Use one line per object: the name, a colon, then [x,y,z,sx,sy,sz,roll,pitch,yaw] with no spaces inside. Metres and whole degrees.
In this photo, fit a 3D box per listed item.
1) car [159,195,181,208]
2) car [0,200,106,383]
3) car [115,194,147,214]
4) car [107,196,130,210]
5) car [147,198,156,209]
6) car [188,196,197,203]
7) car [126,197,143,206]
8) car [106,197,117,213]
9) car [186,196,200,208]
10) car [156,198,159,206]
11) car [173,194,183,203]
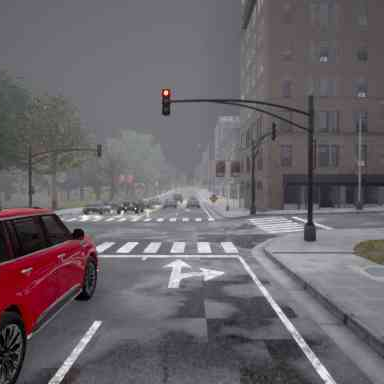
car: [-3.081,1.608,47.990,2.033,1.411,5.357,0,0,0]
car: [-3.119,1.220,5.166,2.150,2.045,5.566,0,0,-2]
car: [-6.548,1.252,35.828,2.150,2.045,5.566,0,0,0]
car: [-9.782,1.402,44.475,2.097,1.767,4.553,0,0,0]
car: [-6.533,1.579,45.603,1.812,1.442,4.674,0,0,0]
car: [0.118,1.621,74.056,1.837,1.490,4.892,0,0,0]
car: [-9.747,1.575,56.782,2.128,1.511,4.902,0,0,0]
car: [-9.800,1.575,34.944,2.033,1.411,5.357,0,0,0]
car: [0.171,1.608,48.183,2.033,1.411,5.357,0,0,0]
car: [-6.496,1.653,57.387,1.994,1.385,4.181,0,0,0]
car: [-3.126,1.344,71.979,2.150,2.045,5.566,0,0,0]
